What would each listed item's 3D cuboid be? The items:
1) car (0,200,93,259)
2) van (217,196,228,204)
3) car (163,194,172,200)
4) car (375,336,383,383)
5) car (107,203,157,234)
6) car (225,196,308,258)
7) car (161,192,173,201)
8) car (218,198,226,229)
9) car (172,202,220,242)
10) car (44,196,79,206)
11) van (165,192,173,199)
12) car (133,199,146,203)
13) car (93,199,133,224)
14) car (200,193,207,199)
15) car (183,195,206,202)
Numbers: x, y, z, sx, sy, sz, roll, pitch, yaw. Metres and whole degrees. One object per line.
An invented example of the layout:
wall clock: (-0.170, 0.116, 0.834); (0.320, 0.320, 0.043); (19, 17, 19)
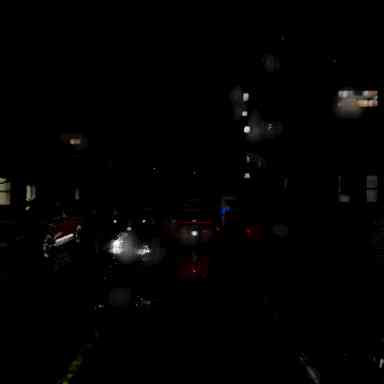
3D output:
car: (-5.668, 1.250, 12.491); (2.192, 1.841, 5.009); (1, 0, 0)
van: (2.714, 1.221, 23.296); (1.690, 1.788, 3.998); (1, 0, 0)
car: (-5.656, 1.141, 77.757); (1.887, 1.381, 4.507); (1, 0, 0)
car: (2.705, 1.542, 1.668); (2.008, 1.369, 4.403); (1, 0, 0)
car: (-3.093, 1.504, 18.650); (1.895, 1.301, 4.718); (0, 0, 0)
car: (2.712, 1.251, 12.481); (2.192, 1.841, 5.009); (1, 0, 0)
car: (-5.734, 1.171, 72.076); (1.887, 1.381, 4.507); (1, 0, 0)
car: (2.711, 1.348, 17.889); (1.967, 1.590, 4.097); (1, 0, 0)
car: (0.102, 1.422, 15.864); (1.837, 1.490, 4.892); (0, 0, 0)
car: (-19.287, 1.358, 49.378); (4.507, 1.381, 1.887); (0, 0, 1)
van: (-5.651, 0.908, 83.444); (1.690, 1.788, 3.998); (1, 0, 0)
car: (-5.668, 1.375, 34.120); (2.008, 1.369, 4.403); (1, 0, 0)
car: (-5.667, 1.320, 23.306); (1.967, 1.590, 4.097); (1, 0, 0)
car: (2.727, 1.007, 83.503); (1.967, 1.590, 4.097); (1, 0, 0)
car: (0.107, 1.311, 32.222); (1.882, 1.535, 5.008); (0, 0, 0)
